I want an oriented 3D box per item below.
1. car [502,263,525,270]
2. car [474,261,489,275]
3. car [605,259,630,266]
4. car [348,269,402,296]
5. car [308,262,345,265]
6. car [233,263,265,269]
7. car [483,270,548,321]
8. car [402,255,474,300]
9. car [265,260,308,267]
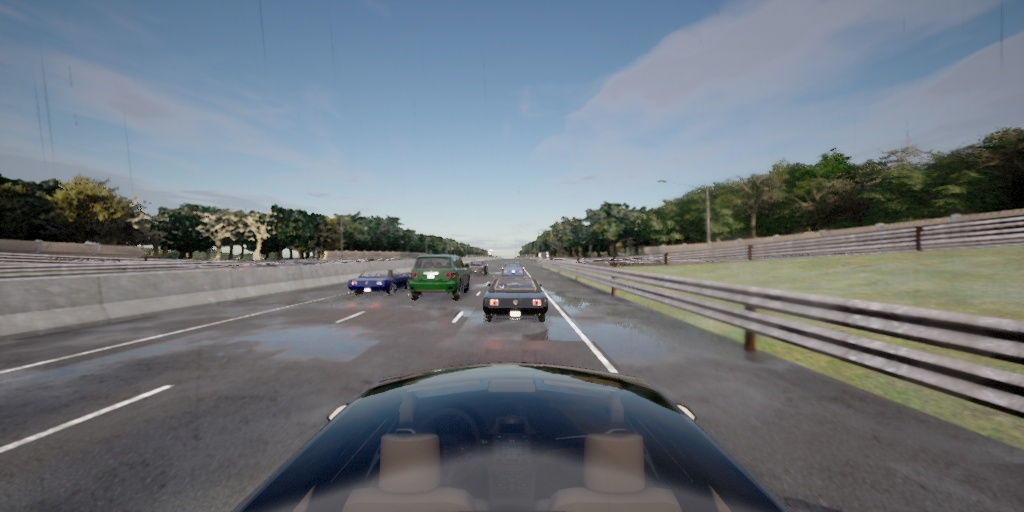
[{"bbox_3d":[0.100,1.254,30.380,2.033,1.411,5.357,0,0,0],"label":"car"},{"bbox_3d":[-3.400,1.187,35.892,2.128,1.511,4.902,0,0,0],"label":"car"},{"bbox_3d":[16.783,0.928,57.114,1.837,1.490,4.892,0,-1,-18],"label":"car"},{"bbox_3d":[-6.900,1.327,19.353,1.895,1.301,4.718,0,0,0],"label":"car"},{"bbox_3d":[-17.595,1.298,35.343,1.895,1.301,4.718,0,0,0],"label":"car"},{"bbox_3d":[-24.594,1.299,34.896,1.895,1.301,4.718,0,0,0],"label":"car"},{"bbox_3d":[0.101,1.338,12.311,1.895,1.301,4.718,0,0,0],"label":"car"},{"bbox_3d":[-3.400,0.951,17.720,2.150,2.045,5.566,0,0,0],"label":"car"},{"bbox_3d":[-21.093,1.189,34.941,2.128,1.511,4.902,0,0,0],"label":"car"}]
